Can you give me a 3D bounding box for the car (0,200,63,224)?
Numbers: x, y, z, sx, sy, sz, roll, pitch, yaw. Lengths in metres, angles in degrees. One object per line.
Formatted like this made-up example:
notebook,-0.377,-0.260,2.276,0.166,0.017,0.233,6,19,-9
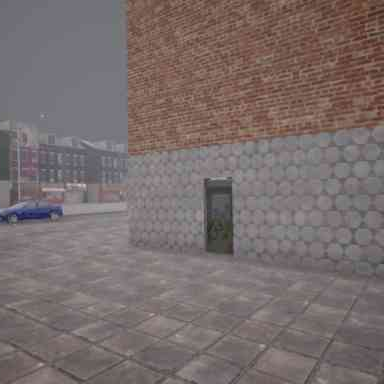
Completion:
car,-11.933,1.404,24.267,1.882,1.535,5.008,-2,0,35
